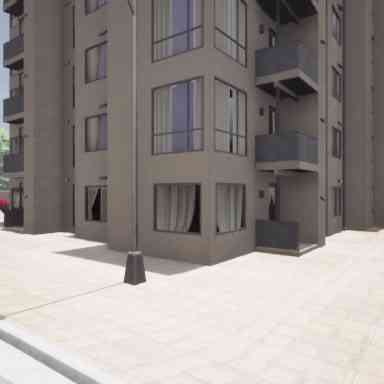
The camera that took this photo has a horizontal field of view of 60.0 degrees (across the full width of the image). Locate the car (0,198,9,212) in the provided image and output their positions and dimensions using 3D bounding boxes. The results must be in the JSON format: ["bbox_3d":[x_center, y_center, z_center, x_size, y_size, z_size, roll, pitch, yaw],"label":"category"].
[{"bbox_3d":[-21.538,1.217,34.773,2.150,2.045,5.566,0,0,12],"label":"car"}]
